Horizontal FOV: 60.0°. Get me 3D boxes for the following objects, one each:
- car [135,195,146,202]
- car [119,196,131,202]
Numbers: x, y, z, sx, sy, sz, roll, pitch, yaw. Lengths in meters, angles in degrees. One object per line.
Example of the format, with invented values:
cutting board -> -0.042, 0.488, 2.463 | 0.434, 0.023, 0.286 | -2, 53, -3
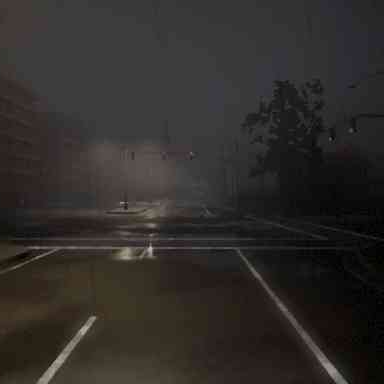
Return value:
car -> -11.500, 1.479, 74.939 | 2.033, 1.411, 5.357 | 0, 0, 0
car -> -15.000, 1.492, 74.939 | 1.994, 1.385, 4.181 | 0, 0, 0
